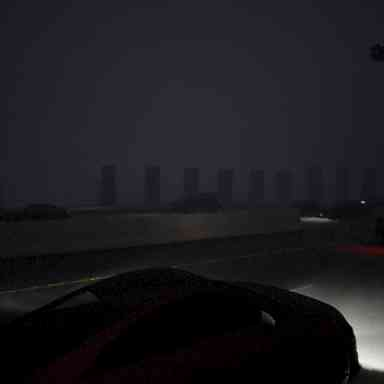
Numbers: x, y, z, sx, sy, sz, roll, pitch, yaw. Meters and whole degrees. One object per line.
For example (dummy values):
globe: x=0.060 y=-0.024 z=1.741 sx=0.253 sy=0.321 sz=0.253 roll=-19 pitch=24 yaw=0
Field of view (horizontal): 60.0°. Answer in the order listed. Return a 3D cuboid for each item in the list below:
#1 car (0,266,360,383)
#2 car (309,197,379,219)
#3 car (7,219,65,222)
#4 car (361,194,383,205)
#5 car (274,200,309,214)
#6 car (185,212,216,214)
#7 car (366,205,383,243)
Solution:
car: x=-0.095 y=1.550 z=3.550 sx=4.181 sy=1.385 sz=1.994 roll=0 pitch=0 yaw=-35
car: x=12.635 y=1.403 z=27.629 sx=5.357 sy=1.411 sz=2.033 roll=0 pitch=0 yaw=-27
car: x=-10.543 y=1.468 z=22.089 sx=4.674 sy=1.442 sz=1.812 roll=0 pitch=0 yaw=-34
car: x=20.716 y=1.139 z=39.122 sx=4.553 sy=1.767 sz=2.097 roll=0 pitch=0 yaw=-23
car: x=9.967 y=1.400 z=30.190 sx=5.357 sy=1.411 sz=2.033 roll=0 pitch=0 yaw=-27
car: x=0.352 y=1.092 z=32.971 sx=5.566 sy=2.045 sz=2.150 roll=0 pitch=0 yaw=-29
car: x=9.785 y=1.395 z=13.903 sx=5.008 sy=1.535 sz=1.882 roll=0 pitch=0 yaw=-30
